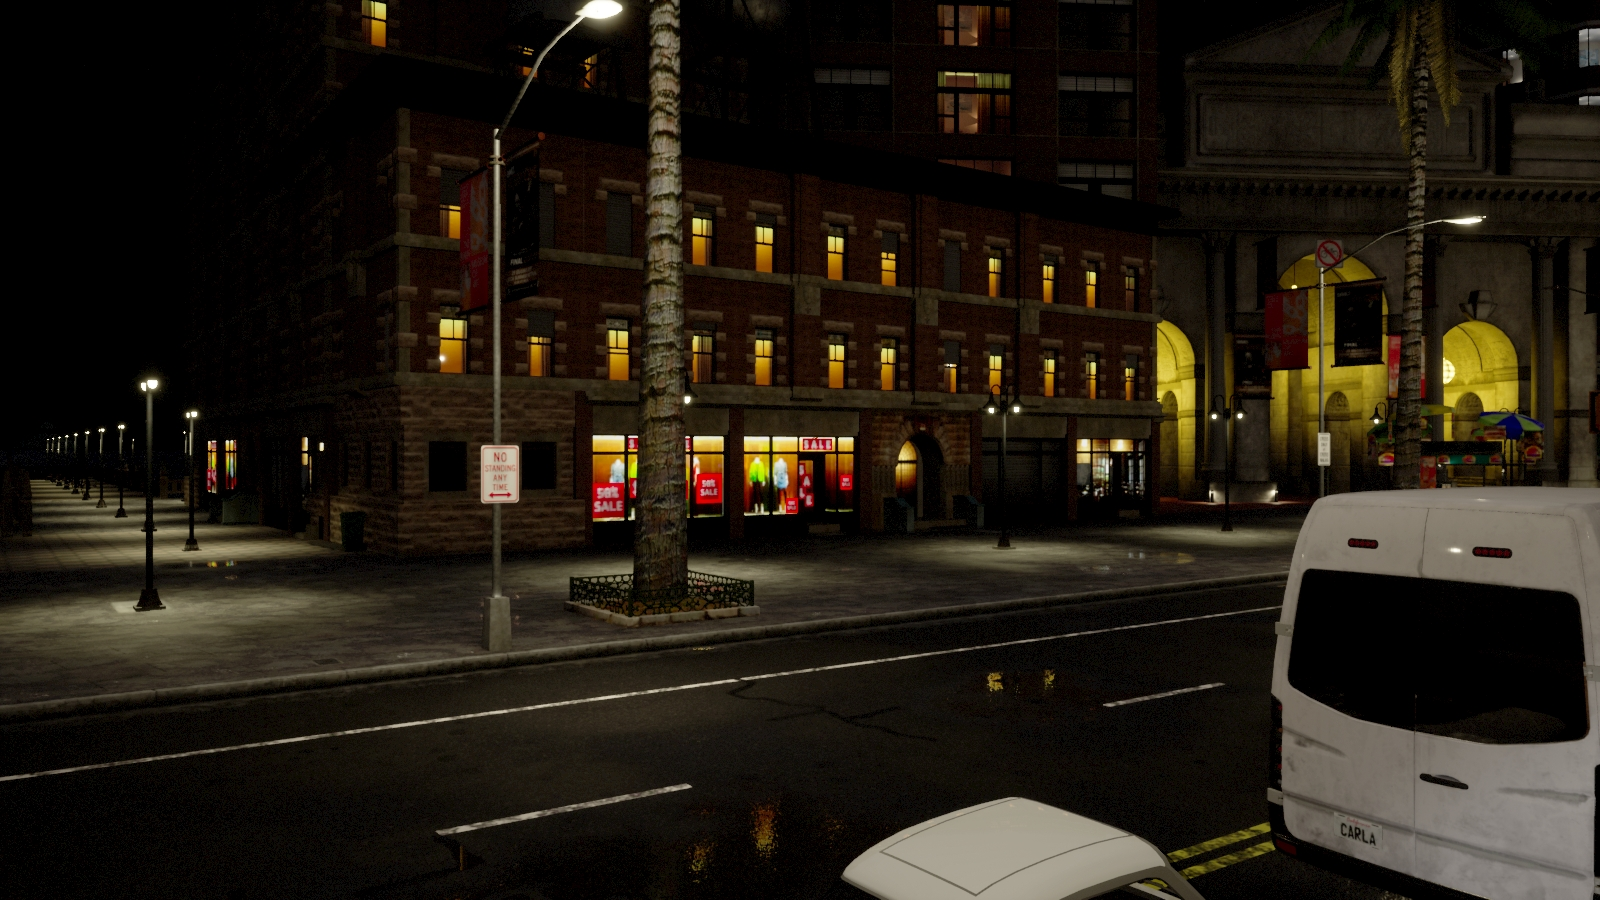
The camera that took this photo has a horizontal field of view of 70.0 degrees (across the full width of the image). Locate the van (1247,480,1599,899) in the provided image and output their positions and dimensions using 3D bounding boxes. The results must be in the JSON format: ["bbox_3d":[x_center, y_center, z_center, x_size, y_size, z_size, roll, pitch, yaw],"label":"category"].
[{"bbox_3d":[5.722,1.534,7.821,5.915,2.561,1.988,0,0,-35],"label":"van"}]

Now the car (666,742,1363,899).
[{"bbox_3d":[0.827,2.120,4.347,2.207,1.376,1.481,0,0,-35],"label":"car"}]
